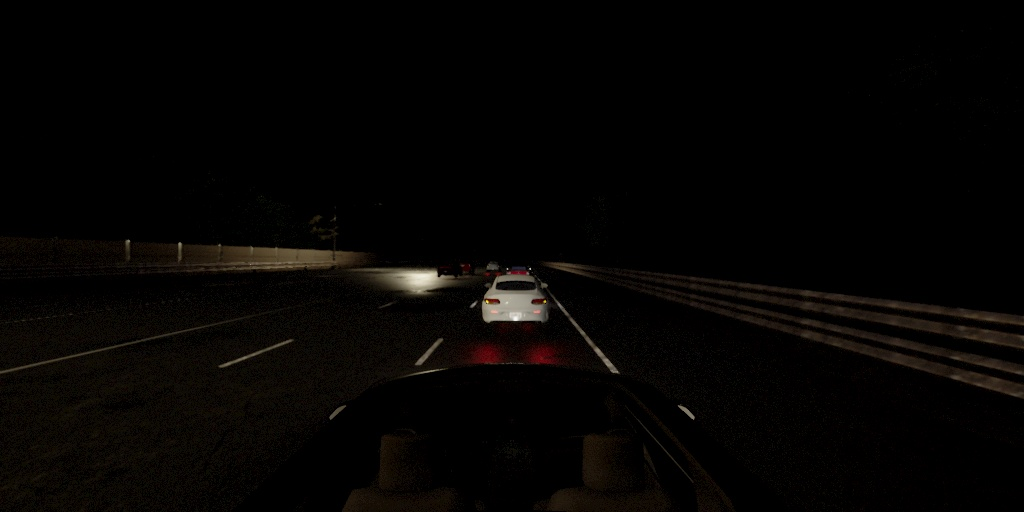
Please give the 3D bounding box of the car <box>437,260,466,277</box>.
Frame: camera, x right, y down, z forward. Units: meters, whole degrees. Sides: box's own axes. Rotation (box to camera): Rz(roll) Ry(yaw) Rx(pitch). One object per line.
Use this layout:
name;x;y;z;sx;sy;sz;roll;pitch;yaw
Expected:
car;-6.195;1.311;36.141;1.882;1.535;5.008;0;0;1

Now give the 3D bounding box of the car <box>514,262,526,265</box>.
car;0.496;1.364;26.999;1.994;1.385;4.181;0;0;2

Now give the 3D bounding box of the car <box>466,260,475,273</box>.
car;-6.018;1.267;46.276;2.097;1.767;4.553;0;-1;1

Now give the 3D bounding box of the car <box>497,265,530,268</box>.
car;0.320;1.361;19.846;1.895;1.301;4.718;0;0;1

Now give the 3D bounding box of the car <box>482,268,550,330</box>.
car;0.129;1.266;11.003;1.812;1.442;4.674;0;0;1

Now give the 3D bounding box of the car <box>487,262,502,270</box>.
car;-2.470;1.492;49.446;1.812;1.442;4.674;0;0;1
